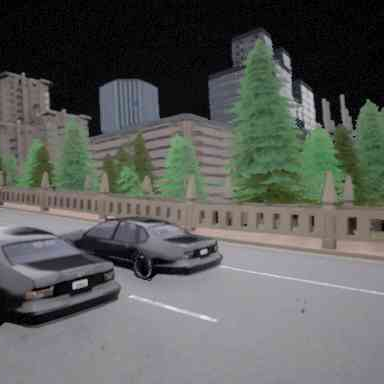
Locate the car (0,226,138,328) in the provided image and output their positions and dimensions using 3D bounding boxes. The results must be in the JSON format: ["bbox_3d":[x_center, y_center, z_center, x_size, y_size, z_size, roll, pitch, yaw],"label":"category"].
[{"bbox_3d":[-3.809,1.421,6.709,5.357,1.411,2.033,2,1,35],"label":"car"}]

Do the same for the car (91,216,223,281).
[{"bbox_3d":[-1.758,1.422,9.545,5.357,1.411,2.033,2,1,35],"label":"car"}]
